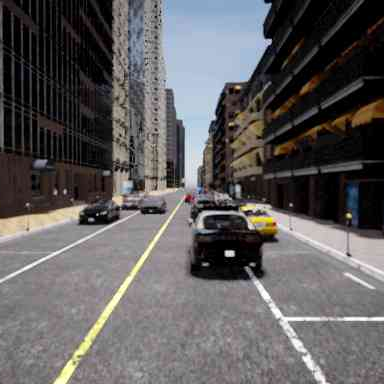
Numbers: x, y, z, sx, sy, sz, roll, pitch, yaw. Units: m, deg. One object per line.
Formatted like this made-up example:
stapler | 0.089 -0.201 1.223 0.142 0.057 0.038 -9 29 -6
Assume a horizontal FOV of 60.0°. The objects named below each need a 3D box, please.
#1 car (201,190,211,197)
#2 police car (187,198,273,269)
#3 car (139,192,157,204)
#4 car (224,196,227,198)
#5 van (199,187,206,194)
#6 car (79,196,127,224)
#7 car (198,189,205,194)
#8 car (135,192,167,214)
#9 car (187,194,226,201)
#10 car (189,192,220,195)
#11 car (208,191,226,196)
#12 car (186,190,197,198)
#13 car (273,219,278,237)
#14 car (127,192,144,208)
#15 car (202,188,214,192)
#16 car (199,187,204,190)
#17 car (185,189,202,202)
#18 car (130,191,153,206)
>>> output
car | 2.684 0.317 66.178 1.802 1.307 4.206 0 1 0
police car | 0.899 1.217 10.520 1.930 1.638 5.238 0 1 0
car | -5.694 0.689 43.415 1.752 1.417 4.829 0 1 0
car | 2.689 1.156 20.997 1.947 1.339 4.313 0 1 0
van | 2.682 -0.338 88.763 1.690 1.788 3.998 0 1 0
car | -5.692 1.156 20.996 1.947 1.339 4.313 0 1 0
car | 2.682 -0.216 94.415 1.947 1.339 4.313 0 1 0
car | -3.102 1.008 27.740 2.033 1.411 5.357 0 1 0
car | 0.809 1.107 20.410 1.837 1.490 4.892 0 1 0
car | 0.897 0.991 26.409 1.837 1.490 4.892 0 1 0
car | 2.688 0.925 32.292 2.008 1.369 4.403 0 1 0
car | -0.005 0.371 62.378 1.994 1.385 4.181 0 1 0
car | 2.690 1.221 15.518 1.752 1.417 4.829 0 1 0
car | -5.692 0.925 32.290 2.008 1.369 4.403 0 1 0
car | 2.686 0.601 43.584 1.967 1.590 4.097 0 1 0
car | 2.686 0.263 54.877 2.192 1.841 5.009 0 1 0
car | 0.030 0.666 46.682 1.994 1.385 4.181 0 1 1
car | -5.694 0.707 37.937 1.967 1.590 4.097 0 1 0
